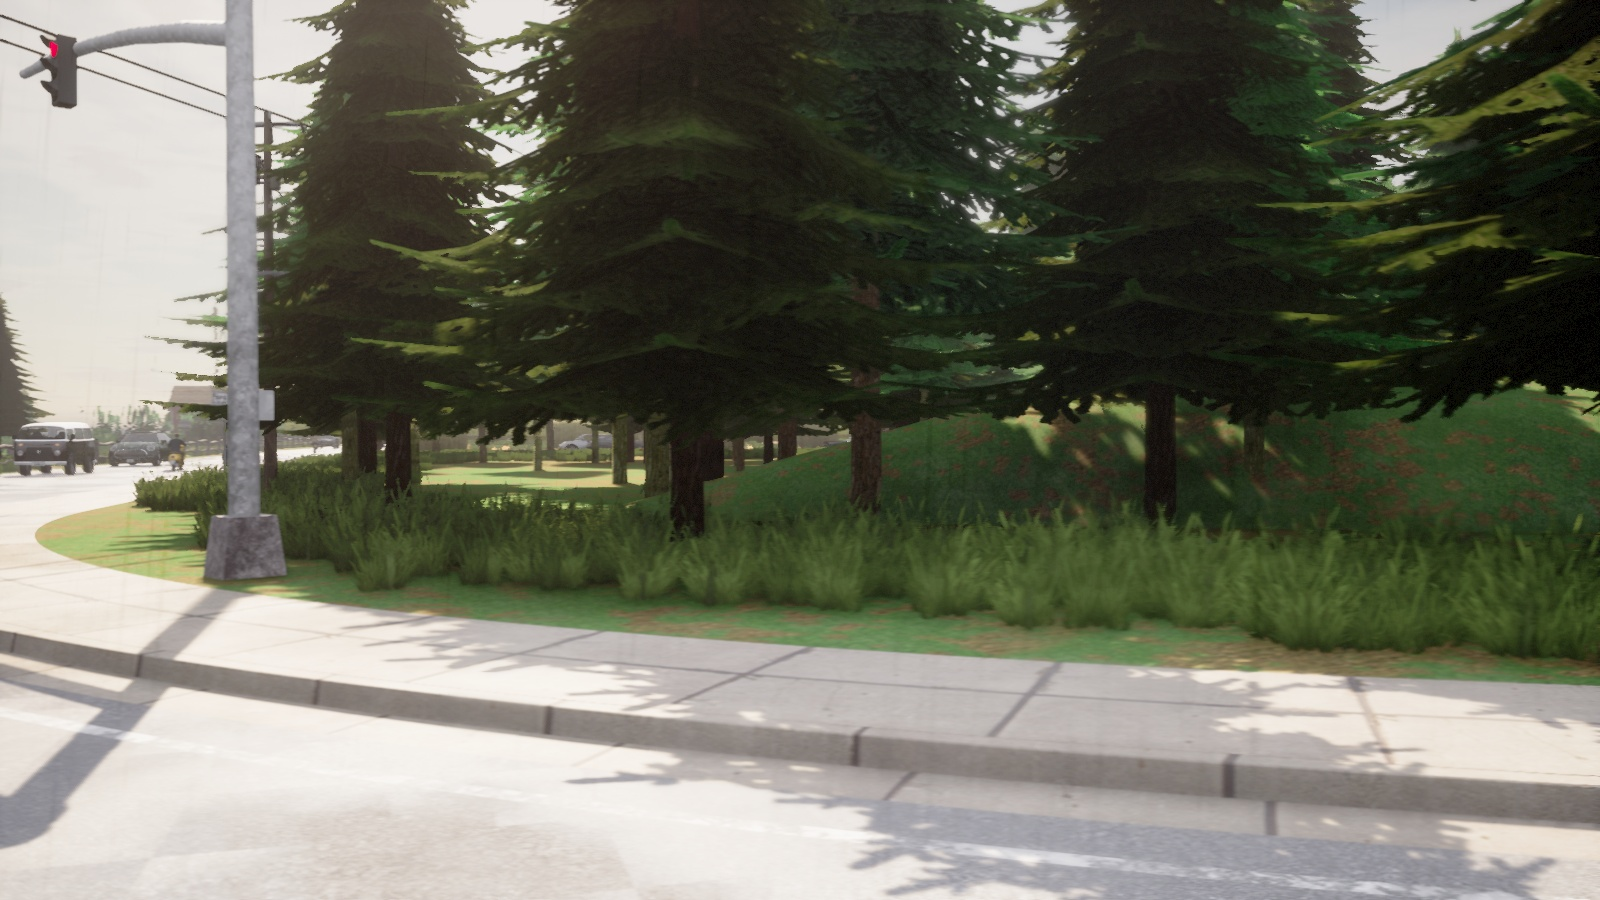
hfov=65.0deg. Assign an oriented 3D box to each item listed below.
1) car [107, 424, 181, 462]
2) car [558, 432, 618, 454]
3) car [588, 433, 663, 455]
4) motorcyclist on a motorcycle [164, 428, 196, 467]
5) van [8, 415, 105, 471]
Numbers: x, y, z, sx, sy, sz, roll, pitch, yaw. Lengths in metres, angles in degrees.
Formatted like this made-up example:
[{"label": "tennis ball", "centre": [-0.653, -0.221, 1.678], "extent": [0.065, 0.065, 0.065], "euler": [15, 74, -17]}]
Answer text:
[{"label": "car", "centre": [-31.613, -0.349, 60.667], "extent": [2.097, 1.767, 4.553], "euler": [0, 1, -13]}, {"label": "car", "centre": [-14.440, -0.502, 85.375], "extent": [3.806, 1.475, 1.970], "euler": [0, 1, -16]}, {"label": "car", "centre": [-11.484, -0.388, 82.579], "extent": [4.674, 1.442, 1.812], "euler": [0, 1, -16]}, {"label": "motorcyclist on a motorcycle", "centre": [-26.107, -0.114, 52.900], "extent": [0.866, 1.590, 1.817], "euler": [0, 1, -14]}, {"label": "van", "centre": [-28.455, -0.280, 48.209], "extent": [2.069, 2.038, 4.480], "euler": [0, 1, -15]}]
